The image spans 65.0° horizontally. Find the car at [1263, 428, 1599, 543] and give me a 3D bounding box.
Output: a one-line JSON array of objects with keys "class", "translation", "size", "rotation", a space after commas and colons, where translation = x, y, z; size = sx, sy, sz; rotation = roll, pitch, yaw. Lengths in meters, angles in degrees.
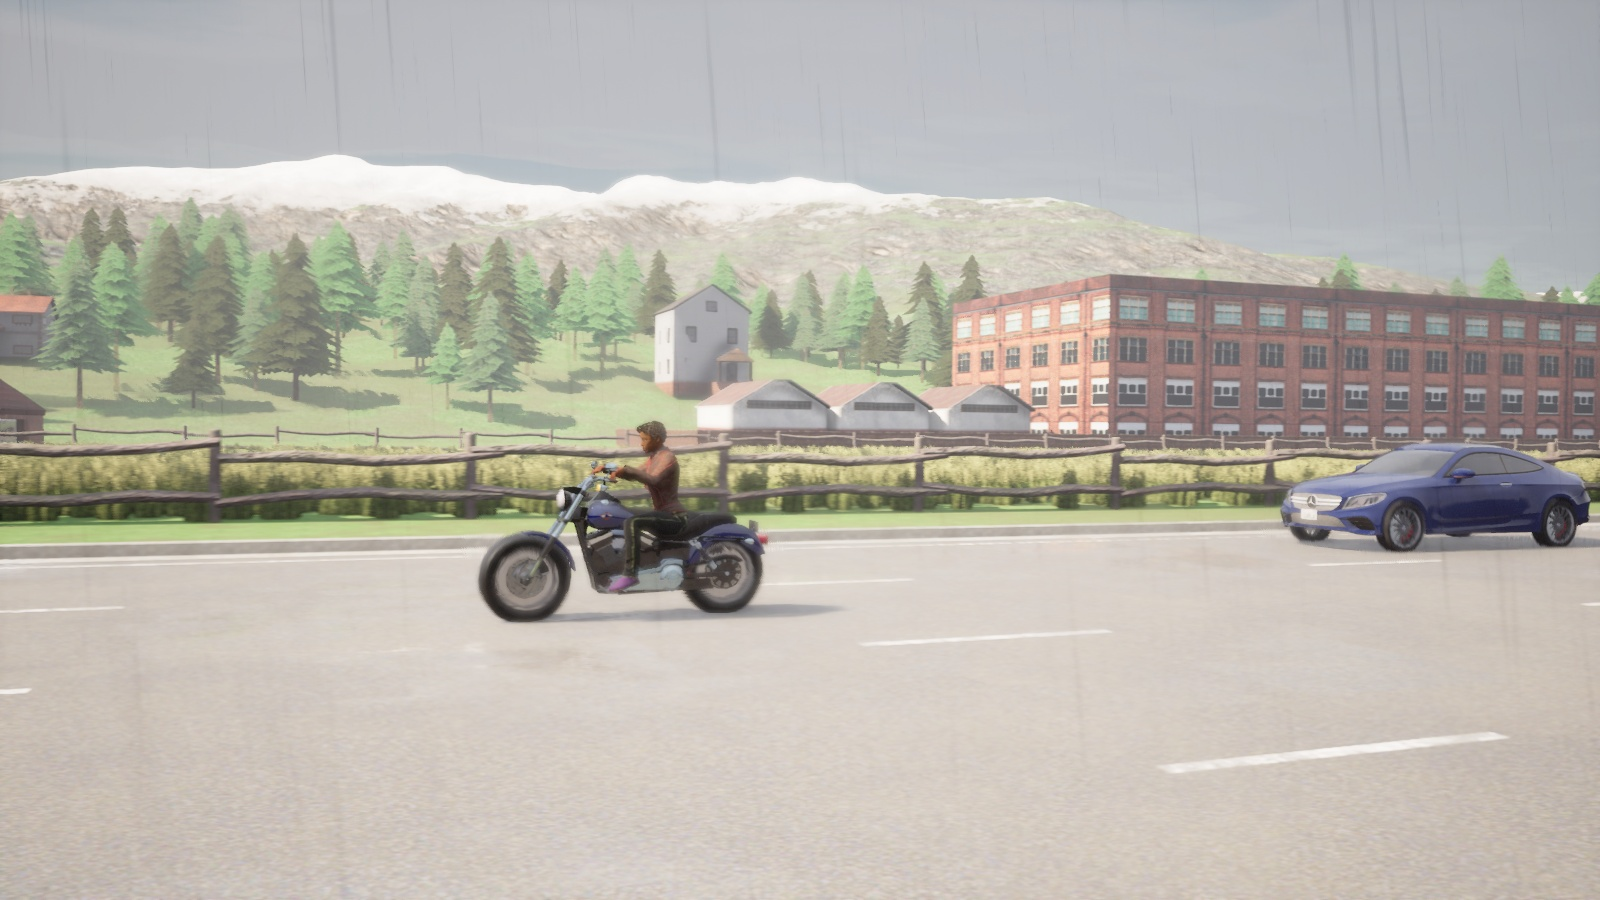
[{"class": "car", "translation": [9.127, 0.433, 17.939], "size": [4.674, 1.442, 1.812], "rotation": [-1, 1, -21]}]

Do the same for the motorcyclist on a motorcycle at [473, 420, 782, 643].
[{"class": "motorcyclist on a motorcycle", "translation": [-1.392, 0.598, 10.197], "size": [2.350, 1.649, 0.766], "rotation": [-1, 1, -21]}]
